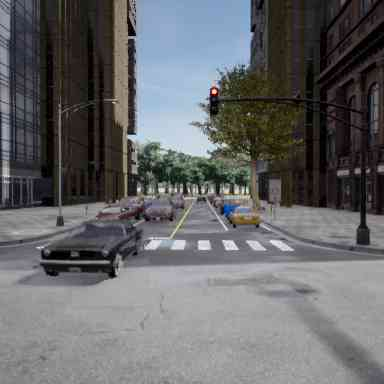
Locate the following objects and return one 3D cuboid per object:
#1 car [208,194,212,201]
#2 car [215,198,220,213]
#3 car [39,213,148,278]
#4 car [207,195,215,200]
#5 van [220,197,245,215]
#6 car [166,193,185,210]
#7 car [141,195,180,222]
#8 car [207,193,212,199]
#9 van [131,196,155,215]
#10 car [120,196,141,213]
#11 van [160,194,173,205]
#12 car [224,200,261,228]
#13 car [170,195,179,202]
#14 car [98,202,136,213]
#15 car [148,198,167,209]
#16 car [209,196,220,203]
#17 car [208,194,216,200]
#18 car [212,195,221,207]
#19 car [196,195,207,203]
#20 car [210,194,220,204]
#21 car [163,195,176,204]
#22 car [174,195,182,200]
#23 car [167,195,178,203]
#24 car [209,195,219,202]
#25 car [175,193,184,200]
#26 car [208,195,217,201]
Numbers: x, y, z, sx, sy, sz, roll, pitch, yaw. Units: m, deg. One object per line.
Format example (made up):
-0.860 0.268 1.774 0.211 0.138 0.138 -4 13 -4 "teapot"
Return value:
4.257 1.462 55.786 2.008 1.369 4.403 -1 0 2 "car"
3.664 1.531 33.077 1.947 1.339 4.313 -1 0 2 "car"
-2.780 1.565 10.252 1.895 1.301 4.718 0 0 1 "car"
5.147 1.379 89.849 1.947 1.339 4.313 0 0 2 "car"
3.513 1.316 27.400 1.690 1.788 3.998 -1 0 2 "van"
-1.973 1.300 41.179 2.097 1.767 4.553 0 0 2 "car"
-2.377 1.332 26.099 2.097 1.767 4.553 0 0 2 "car"
4.403 1.211 61.463 2.192 1.841 5.009 -1 0 2 "car"
-4.861 1.306 33.292 1.690 1.788 3.998 -1 0 2 "van"
-5.010 1.290 27.614 2.192 1.841 5.009 -1 0 2 "car"
-4.267 1.252 56.003 1.690 1.788 3.998 0 0 2 "van"
3.371 1.508 21.892 1.752 1.417 4.829 -1 0 2 "car"
-3.820 1.446 73.036 1.802 1.307 4.206 0 0 2 "car"
-5.155 1.565 21.936 1.802 1.307 4.206 -1 0 2 "car"
-4.562 1.491 44.648 2.008 1.369 4.403 -1 0 2 "car"
4.553 1.431 67.141 2.008 1.369 4.403 -1 0 2 "car"
5.002 1.355 84.342 1.752 1.417 4.829 0 0 2 "car"
3.965 1.465 44.602 1.752 1.417 4.829 -1 0 2 "car"
1.864 1.389 65.866 1.837 1.490 4.892 0 0 2 "car"
4.109 1.471 50.109 1.887 1.381 4.507 -1 0 2 "car"
-4.118 1.336 61.680 1.967 1.590 4.097 0 0 2 "car"
-3.524 1.375 84.391 1.887 1.381 4.507 0 0 2 "car"
-3.969 1.425 67.358 1.887 1.381 4.507 0 0 2 "car"
4.702 1.415 72.817 2.008 1.369 4.403 0 0 2 "car"
-3.378 1.128 90.068 2.192 1.841 5.009 0 0 2 "car"
4.850 1.429 78.495 1.802 1.307 4.206 0 0 2 "car"
